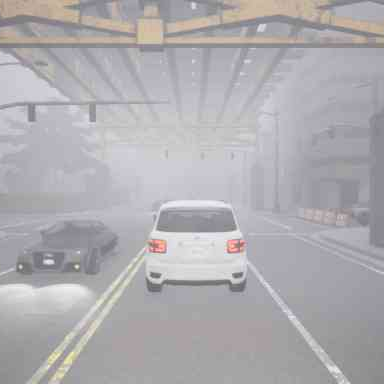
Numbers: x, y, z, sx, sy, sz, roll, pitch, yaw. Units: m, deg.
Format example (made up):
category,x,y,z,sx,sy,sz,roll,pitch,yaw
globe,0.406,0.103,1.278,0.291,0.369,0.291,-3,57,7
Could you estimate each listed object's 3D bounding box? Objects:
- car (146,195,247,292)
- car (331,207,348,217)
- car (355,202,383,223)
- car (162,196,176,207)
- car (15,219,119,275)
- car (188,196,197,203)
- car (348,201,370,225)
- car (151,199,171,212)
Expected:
category,x,y,z,sx,sy,sz,roll,pitch,yaw
car,0.082,1.221,9.051,2.150,2.045,5.566,0,0,0
car,13.645,1.295,26.237,4.536,1.218,1.853,0,0,25
car,13.318,1.295,22.118,4.536,1.218,1.853,0,0,-20
car,-3.565,1.478,52.055,1.882,1.535,5.008,0,0,0
car,-3.595,1.564,10.323,1.994,1.385,4.181,0,0,0
car,0.124,1.526,68.171,1.812,1.442,4.674,0,0,0
car,13.270,1.453,22.100,4.974,1.542,2.038,0,0,-20
car,-3.585,1.564,38.819,1.994,1.385,4.181,0,0,-1
